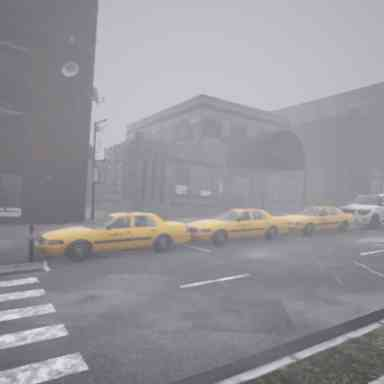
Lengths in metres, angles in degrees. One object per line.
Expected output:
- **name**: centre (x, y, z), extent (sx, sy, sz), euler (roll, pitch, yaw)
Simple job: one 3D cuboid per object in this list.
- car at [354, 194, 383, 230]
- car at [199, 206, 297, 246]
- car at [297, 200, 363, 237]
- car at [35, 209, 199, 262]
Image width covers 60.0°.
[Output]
- **car**: centre (11.499, 1.176, 21.111), extent (5.566, 2.045, 2.435), euler (0, 0, -33)
- **car**: centre (2.019, 1.406, 14.899), extent (5.366, 1.575, 1.946), euler (0, 0, -33)
- **car**: centre (6.639, 1.415, 17.929), extent (5.366, 1.575, 1.946), euler (0, 0, -33)
- **car**: centre (-2.606, 1.399, 11.880), extent (5.366, 1.575, 1.946), euler (0, 0, -33)
